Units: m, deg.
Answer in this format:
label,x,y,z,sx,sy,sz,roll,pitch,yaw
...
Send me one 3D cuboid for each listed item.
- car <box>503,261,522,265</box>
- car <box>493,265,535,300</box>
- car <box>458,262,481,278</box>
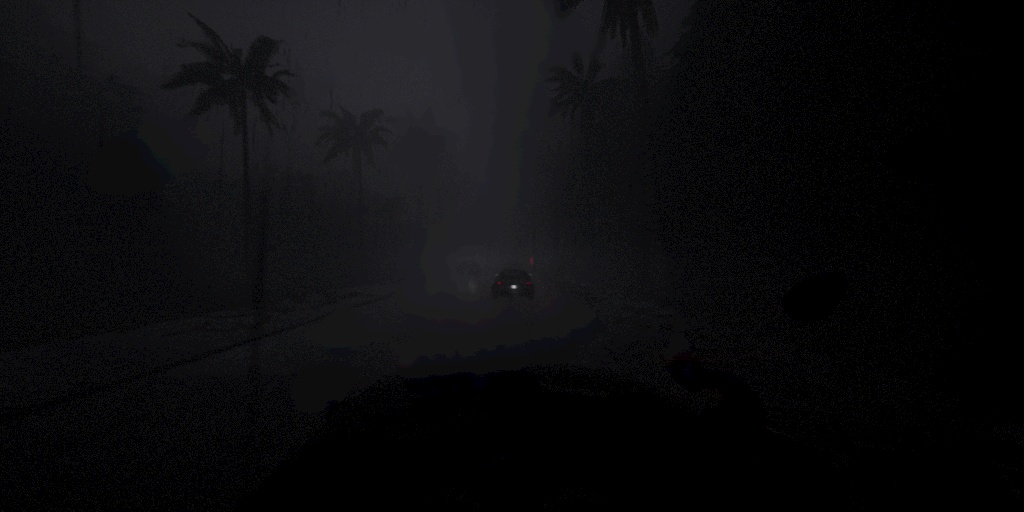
label,x,y,z,sx,sy,sz,roll,pitch,yaw
car,0.054,1.339,42.065,1.837,1.490,4.892,0,0,0
car,0.084,1.348,18.035,1.994,1.385,4.181,0,0,0
car,-4.118,1.311,35.223,2.128,1.511,4.902,0,0,0
